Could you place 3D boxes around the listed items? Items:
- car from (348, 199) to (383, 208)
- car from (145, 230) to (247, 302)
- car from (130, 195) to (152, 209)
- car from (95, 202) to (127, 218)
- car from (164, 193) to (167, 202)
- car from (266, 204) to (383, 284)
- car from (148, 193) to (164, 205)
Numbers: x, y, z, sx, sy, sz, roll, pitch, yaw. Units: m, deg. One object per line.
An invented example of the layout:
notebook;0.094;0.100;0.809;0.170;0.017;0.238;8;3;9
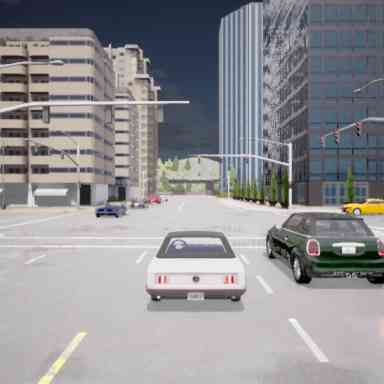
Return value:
car;16.870;1.417;31.604;5.008;1.535;1.882;0;0;1
car;0.089;1.600;8.243;1.895;1.301;4.718;0;0;0
car;-7.023;1.484;44.681;2.128;1.511;4.902;0;0;0
car;-7.055;1.564;29.313;1.895;1.301;4.718;0;0;0
car;-6.871;1.212;76.251;2.150;2.045;5.566;0;0;0
car;3.598;1.350;9.731;2.097;1.767;4.553;0;0;0
car;-6.967;1.213;60.155;2.150;2.045;5.566;0;0;1
